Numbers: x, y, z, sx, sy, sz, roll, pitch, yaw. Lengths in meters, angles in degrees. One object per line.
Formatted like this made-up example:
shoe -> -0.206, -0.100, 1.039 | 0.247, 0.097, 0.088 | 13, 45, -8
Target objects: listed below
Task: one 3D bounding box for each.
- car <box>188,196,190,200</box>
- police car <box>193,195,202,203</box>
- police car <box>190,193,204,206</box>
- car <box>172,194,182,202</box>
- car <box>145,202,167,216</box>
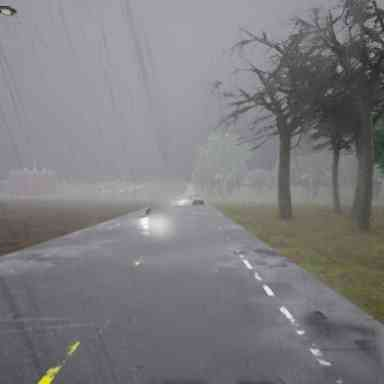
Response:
car -> 0.051, 1.472, 89.458 | 2.033, 1.411, 5.357 | 0, 0, 0
police car -> 1.091, 1.502, 71.988 | 1.930, 1.638, 5.238 | 0, 0, 0
police car -> 1.082, 1.505, 55.986 | 1.930, 1.638, 5.238 | 0, 0, 0
car -> -3.457, 1.277, 75.321 | 2.097, 1.767, 4.553 | 0, 0, 0
car -> -3.575, 1.672, 33.714 | 1.895, 1.301, 4.718 | 0, 0, 0
